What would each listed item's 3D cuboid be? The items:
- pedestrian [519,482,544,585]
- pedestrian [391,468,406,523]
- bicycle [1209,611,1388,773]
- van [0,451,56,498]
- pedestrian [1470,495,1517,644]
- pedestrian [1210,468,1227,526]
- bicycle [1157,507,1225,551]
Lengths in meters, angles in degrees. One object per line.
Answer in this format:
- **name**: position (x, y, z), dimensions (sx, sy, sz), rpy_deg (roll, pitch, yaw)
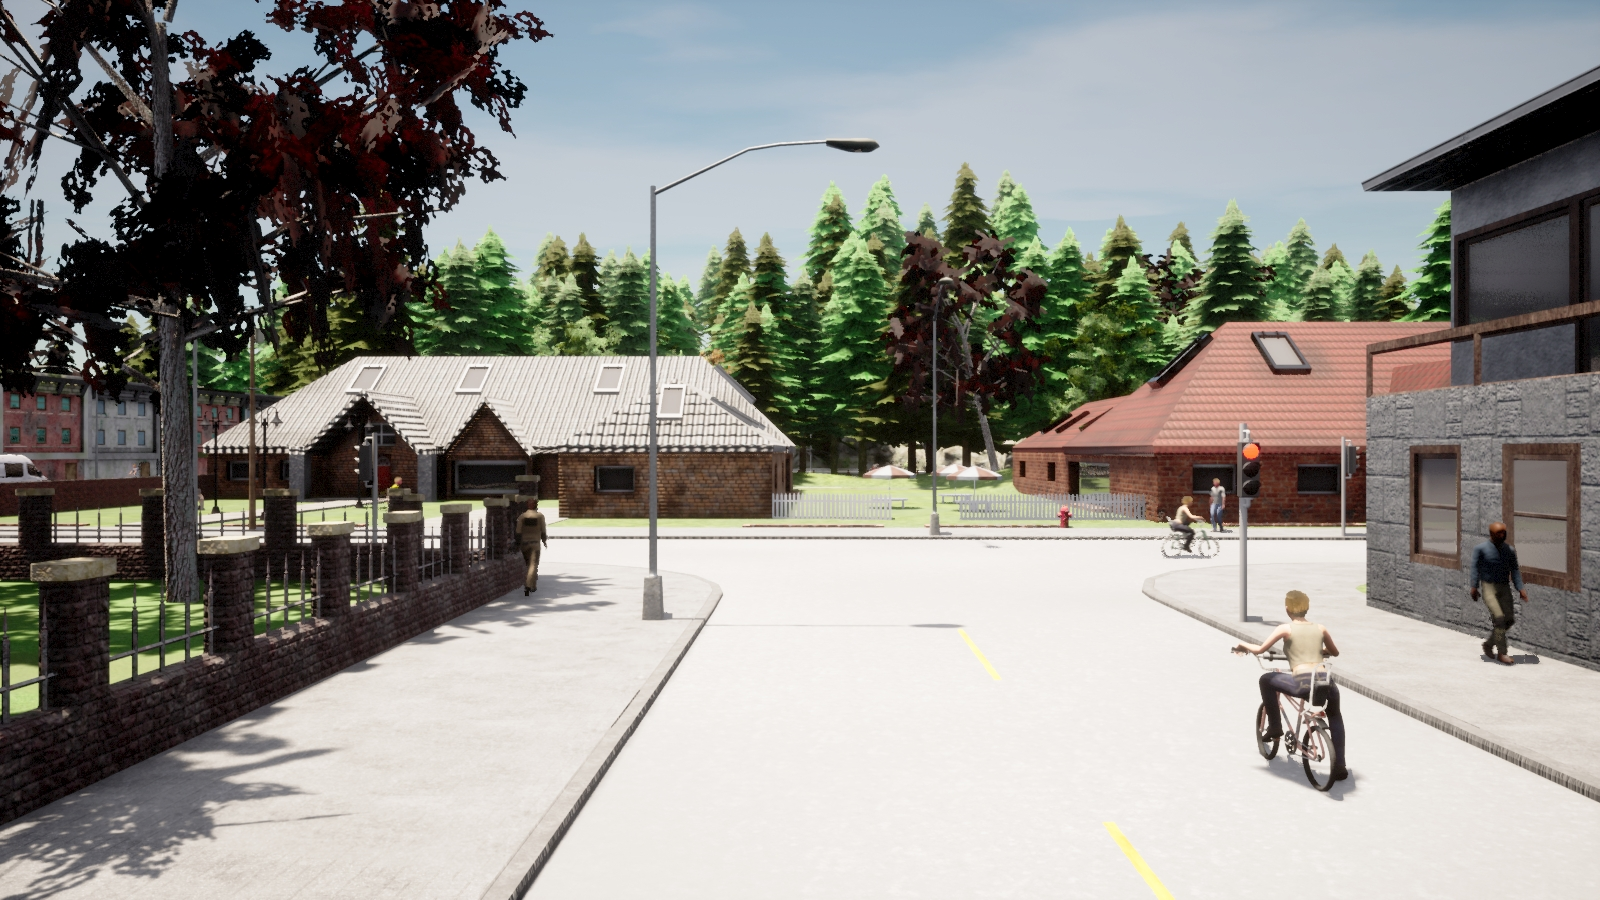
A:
- **pedestrian**: position (-4.940, 1.523, 21.016), dimensions (0.375, 1.860, 0.375), rpy_deg (0, 0, -1)
- **pedestrian**: position (-13.487, 1.524, 38.380), dimensions (0.375, 1.860, 0.375), rpy_deg (0, 0, 2)
- **bicycle**: position (4.247, 2.036, 9.857), dimensions (0.859, 1.080, 1.487), rpy_deg (0, 0, -2)
- **van**: position (-43.995, 1.314, 62.997), dimensions (1.988, 2.561, 5.915), rpy_deg (0, 0, 1)
- **pedestrian**: position (8.840, 1.516, 14.566), dimensions (0.375, 1.860, 0.375), rpy_deg (0, 0, 1)
- **pedestrian**: position (13.627, 1.524, 37.209), dimensions (0.375, 1.860, 0.375), rpy_deg (0, 0, -42)
- **bicycle**: position (10.119, 2.036, 29.594), dimensions (1.487, 1.080, 0.859), rpy_deg (0, 0, 1)
